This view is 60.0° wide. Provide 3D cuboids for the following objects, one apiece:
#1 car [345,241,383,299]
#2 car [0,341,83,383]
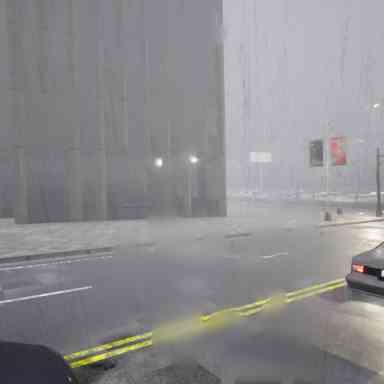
[{"bbox_3d":[5.615,1.542,7.511,5.357,1.411,2.033,0,0,-36],"label":"car"},{"bbox_3d":[-2.549,1.565,1.595,4.181,1.385,1.994,0,0,-36],"label":"car"}]
